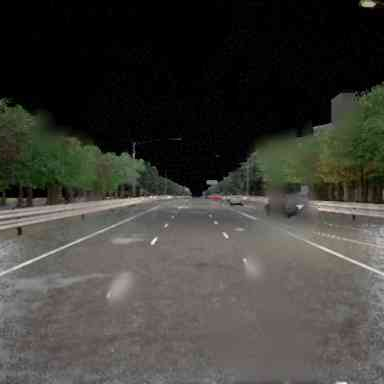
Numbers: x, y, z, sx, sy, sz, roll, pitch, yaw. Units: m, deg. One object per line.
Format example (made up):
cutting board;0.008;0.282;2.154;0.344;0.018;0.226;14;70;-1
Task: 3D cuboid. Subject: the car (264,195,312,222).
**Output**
car;7.583;1.241;26.670;2.150;2.045;5.566;0;0;-6

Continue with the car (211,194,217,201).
car;7.230;1.509;93.632;2.150;2.045;5.566;0;-1;0

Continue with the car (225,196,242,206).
car;7.053;1.600;55.110;1.994;1.385;4.181;0;0;0

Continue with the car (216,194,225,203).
car;7.119;1.631;73.621;2.128;1.511;4.902;0;0;0
